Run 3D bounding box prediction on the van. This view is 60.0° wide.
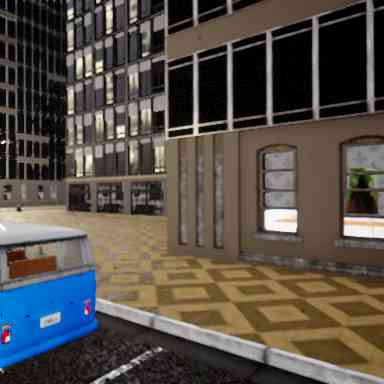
[{"bbox_3d":[-3.261,1.359,5.218,3.998,1.788,1.690,0,0,36],"label":"van"}]
